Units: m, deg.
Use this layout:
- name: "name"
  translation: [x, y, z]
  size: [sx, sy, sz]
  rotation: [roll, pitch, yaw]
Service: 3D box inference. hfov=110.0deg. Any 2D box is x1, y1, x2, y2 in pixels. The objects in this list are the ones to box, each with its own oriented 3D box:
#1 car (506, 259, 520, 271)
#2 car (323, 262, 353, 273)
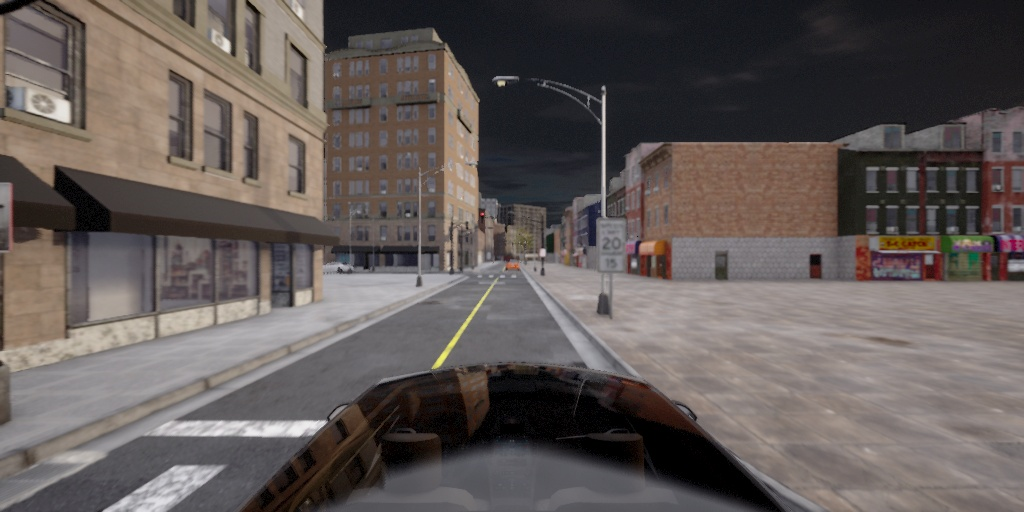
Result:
- name: "car"
  translation: [0.109, 1.274, 53.914]
  size: [2.097, 1.767, 4.553]
  rotation: [0, 0, 0]
- name: "car"
  translation: [-23.106, 1.510, 46.715]
  size: [4.674, 1.442, 1.812]
  rotation: [0, 0, 9]
